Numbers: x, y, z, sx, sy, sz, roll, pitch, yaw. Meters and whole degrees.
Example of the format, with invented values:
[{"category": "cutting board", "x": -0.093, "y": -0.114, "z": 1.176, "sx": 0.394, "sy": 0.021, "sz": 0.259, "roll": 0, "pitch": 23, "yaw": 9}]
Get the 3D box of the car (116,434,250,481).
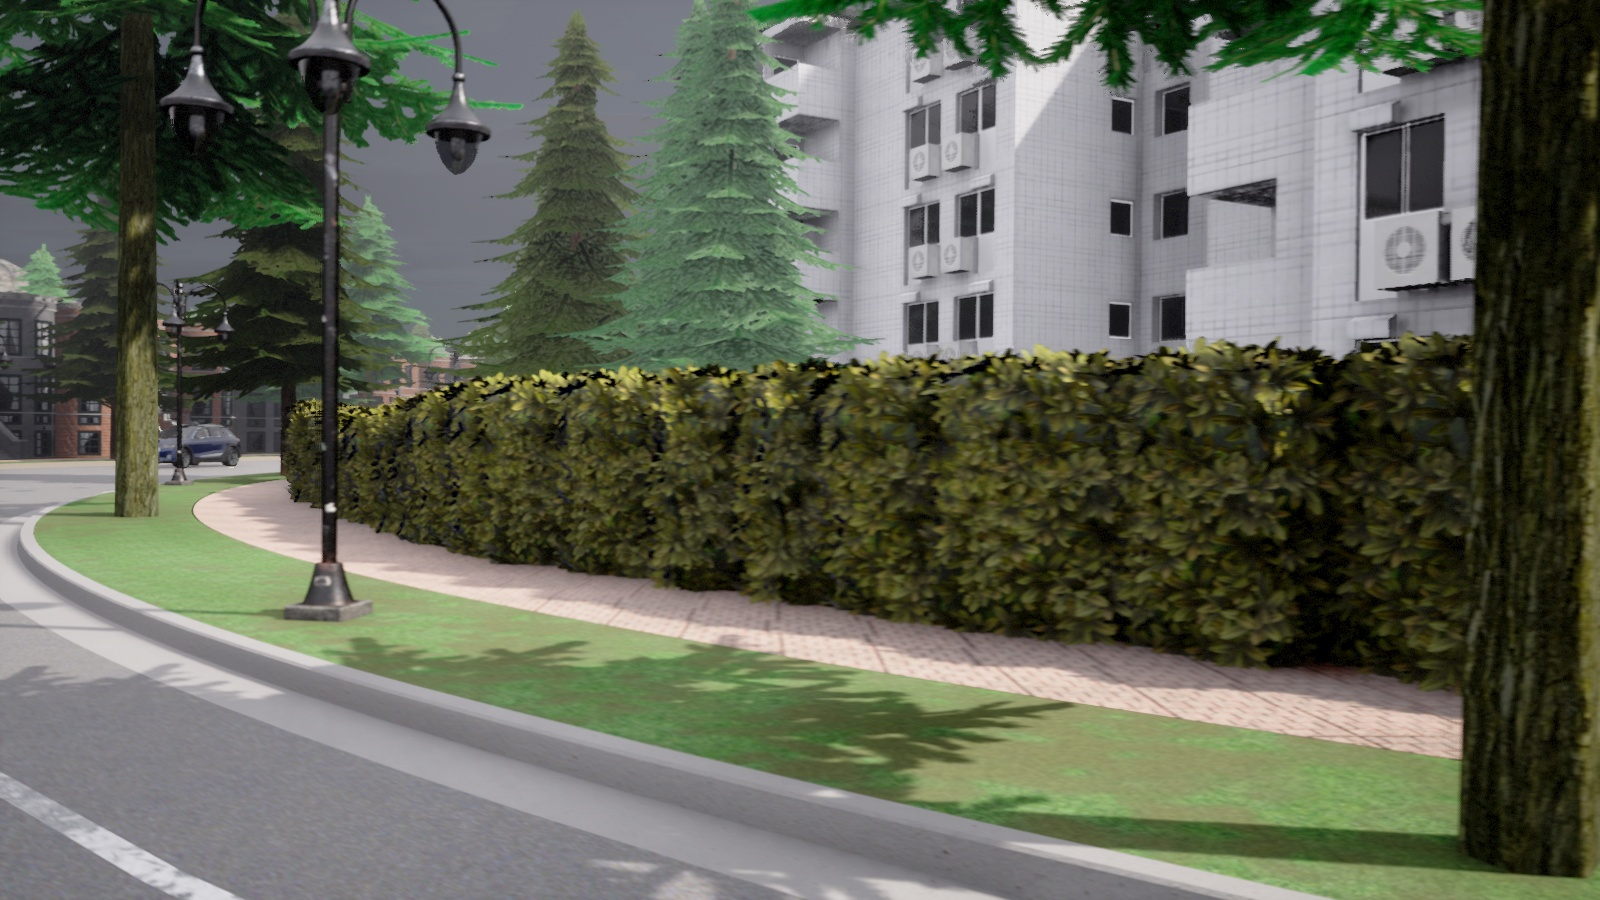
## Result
[{"category": "car", "x": -22.982, "y": 0.250, "z": 47.017, "sx": 2.033, "sy": 1.649, "sz": 4.856, "roll": 0, "pitch": 1, "yaw": 9}]
